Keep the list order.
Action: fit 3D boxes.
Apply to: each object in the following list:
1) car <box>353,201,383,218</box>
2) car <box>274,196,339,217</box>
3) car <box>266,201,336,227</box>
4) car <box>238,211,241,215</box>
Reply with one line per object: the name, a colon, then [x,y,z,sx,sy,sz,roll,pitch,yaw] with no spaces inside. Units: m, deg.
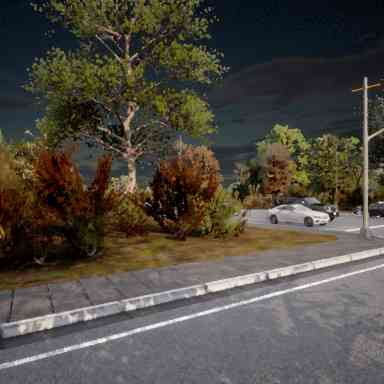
car: [16.635,1.566,28.993,1.837,1.490,4.892,-3,2,-38]
car: [9.084,1.316,27.263,2.150,2.045,5.566,0,-1,-37]
car: [7.401,1.600,23.669,1.812,1.442,4.674,0,-1,-38]
car: [2.854,1.589,34.535,2.097,1.767,4.553,0,-1,-42]
